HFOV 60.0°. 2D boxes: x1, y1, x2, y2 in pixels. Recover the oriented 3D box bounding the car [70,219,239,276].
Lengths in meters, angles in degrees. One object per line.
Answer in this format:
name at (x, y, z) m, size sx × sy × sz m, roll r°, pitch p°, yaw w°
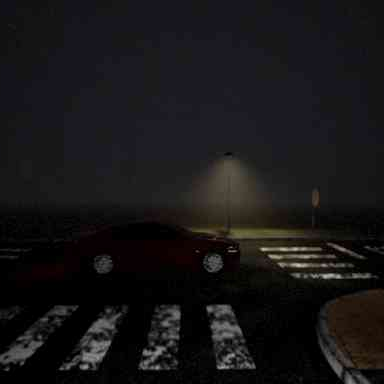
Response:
car at (-1.058, 1.577, 10.159) m, size 5.008 × 1.535 × 1.882 m, roll 0°, pitch 0°, yaw -2°
